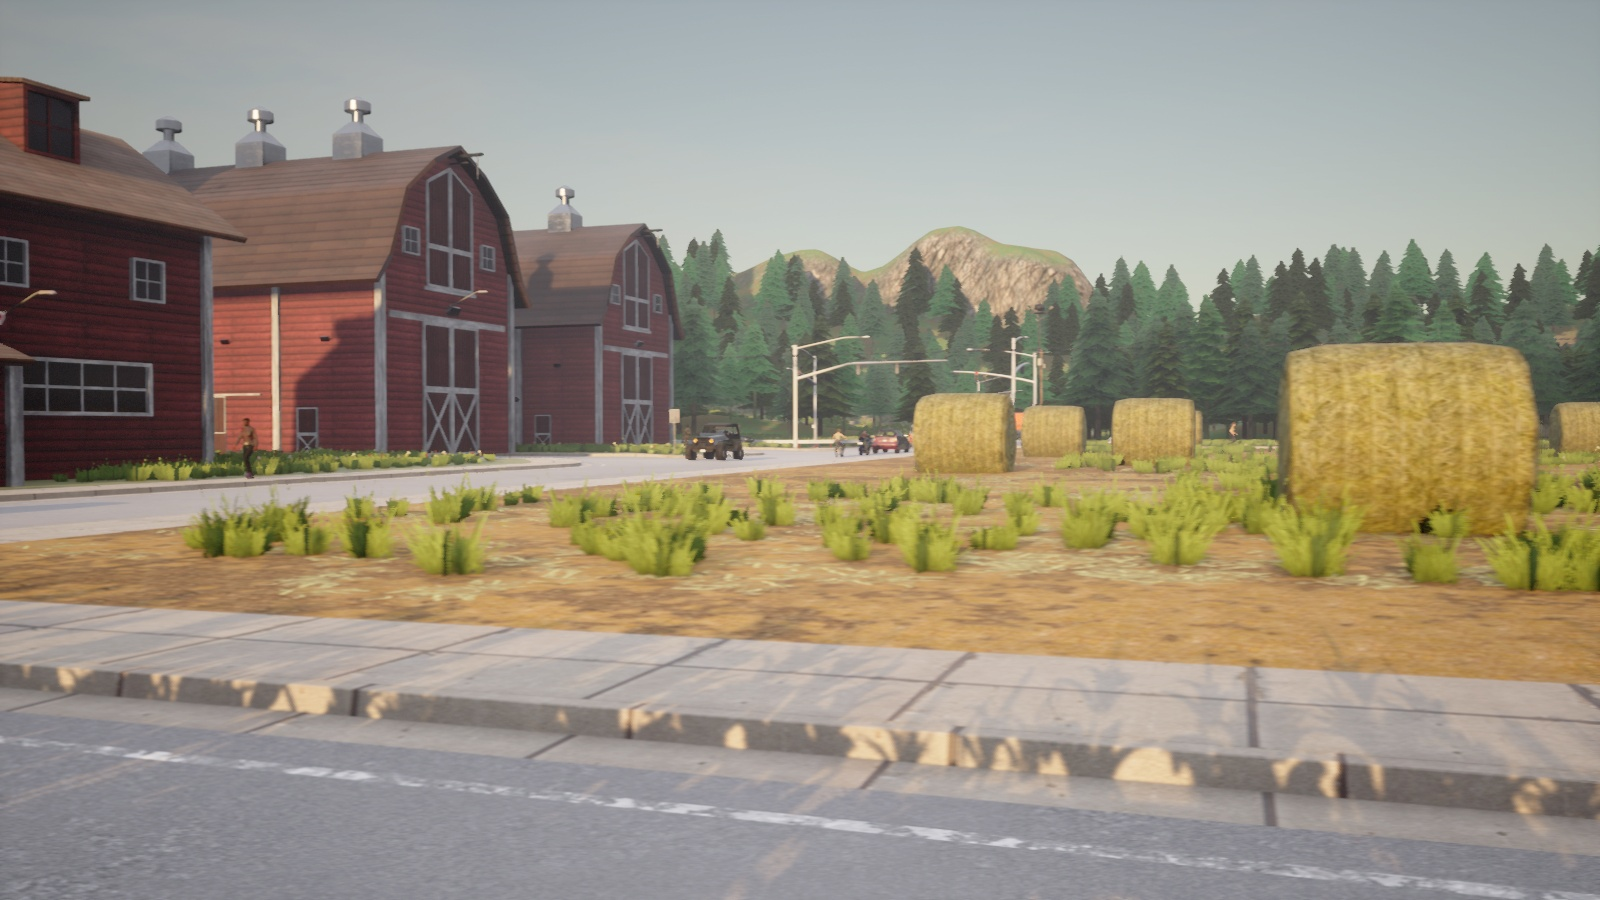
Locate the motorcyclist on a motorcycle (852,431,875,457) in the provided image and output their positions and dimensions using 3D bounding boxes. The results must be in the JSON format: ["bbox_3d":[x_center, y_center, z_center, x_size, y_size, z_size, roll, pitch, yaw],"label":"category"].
[{"bbox_3d":[3.822,-0.360,75.509,0.866,1.530,2.191,1,1,18],"label":"motorcyclist on a motorcycle"}]

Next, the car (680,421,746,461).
[{"bbox_3d":[-4.234,-0.466,61.791,1.905,1.878,3.866,1,1,18],"label":"car"}]

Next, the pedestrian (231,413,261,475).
[{"bbox_3d":[-16.281,-0.191,36.914,0.328,1.805,0.869,0,1,14],"label":"pedestrian"}]

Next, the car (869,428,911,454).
[{"bbox_3d":[5.915,-0.597,82.045,1.851,1.617,3.988,1,1,18],"label":"car"}]
